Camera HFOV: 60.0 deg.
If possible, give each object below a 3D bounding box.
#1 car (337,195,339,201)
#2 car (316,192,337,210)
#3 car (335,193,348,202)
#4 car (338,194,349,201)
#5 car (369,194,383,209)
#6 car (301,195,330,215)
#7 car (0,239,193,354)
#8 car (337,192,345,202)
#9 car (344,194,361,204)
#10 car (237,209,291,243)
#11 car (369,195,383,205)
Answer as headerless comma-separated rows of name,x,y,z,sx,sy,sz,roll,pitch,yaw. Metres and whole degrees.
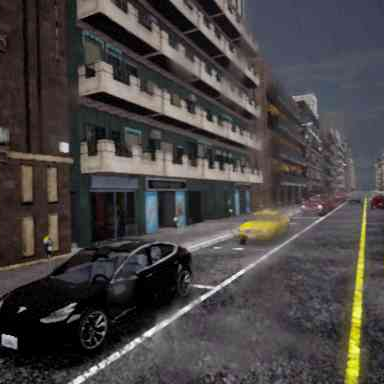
car,16.805,1.392,41.471,1.802,1.307,4.206,-2,0,28
car,14.181,1.169,36.480,2.192,1.841,5.009,-2,0,28
car,29.882,1.030,66.432,1.967,1.590,4.097,-2,0,28
car,32.502,1.090,71.424,1.887,1.381,4.507,-2,0,28
car,21.099,1.107,37.365,1.882,1.535,5.008,-2,0,28
car,11.567,1.337,31.487,1.967,1.590,4.097,-2,0,28
car,-1.511,1.677,6.524,1.947,1.339,4.313,-2,0,28
car,27.262,0.950,61.441,2.192,1.841,5.009,-2,0,28
car,26.176,1.149,53.564,2.033,1.411,5.357,-2,-1,28
car,3.642,1.553,16.359,1.752,1.417,4.829,-2,0,28
car,26.770,1.136,48.235,1.895,1.301,4.718,-2,-1,28
